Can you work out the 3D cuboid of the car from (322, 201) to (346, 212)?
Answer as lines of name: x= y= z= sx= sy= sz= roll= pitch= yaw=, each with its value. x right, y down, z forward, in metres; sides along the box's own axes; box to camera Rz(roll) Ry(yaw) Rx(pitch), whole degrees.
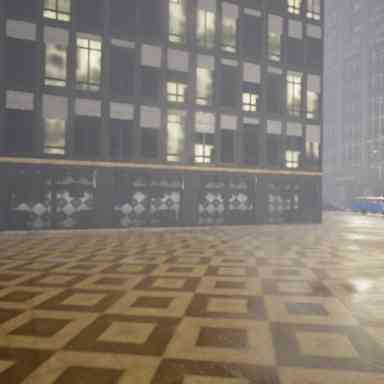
car: x=16.350 y=1.721 z=39.789 sx=1.802 sy=1.307 sz=4.206 roll=1 pitch=-1 yaw=-22

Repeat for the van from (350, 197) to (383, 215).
van: x=18.532 y=1.437 z=34.692 sx=1.690 sy=1.788 sz=3.998 roll=1 pitch=-1 yaw=-22

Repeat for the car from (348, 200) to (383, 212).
car: x=23.351 y=1.829 z=44.321 sx=1.887 sy=1.381 sz=4.507 roll=1 pitch=-1 yaw=-21
